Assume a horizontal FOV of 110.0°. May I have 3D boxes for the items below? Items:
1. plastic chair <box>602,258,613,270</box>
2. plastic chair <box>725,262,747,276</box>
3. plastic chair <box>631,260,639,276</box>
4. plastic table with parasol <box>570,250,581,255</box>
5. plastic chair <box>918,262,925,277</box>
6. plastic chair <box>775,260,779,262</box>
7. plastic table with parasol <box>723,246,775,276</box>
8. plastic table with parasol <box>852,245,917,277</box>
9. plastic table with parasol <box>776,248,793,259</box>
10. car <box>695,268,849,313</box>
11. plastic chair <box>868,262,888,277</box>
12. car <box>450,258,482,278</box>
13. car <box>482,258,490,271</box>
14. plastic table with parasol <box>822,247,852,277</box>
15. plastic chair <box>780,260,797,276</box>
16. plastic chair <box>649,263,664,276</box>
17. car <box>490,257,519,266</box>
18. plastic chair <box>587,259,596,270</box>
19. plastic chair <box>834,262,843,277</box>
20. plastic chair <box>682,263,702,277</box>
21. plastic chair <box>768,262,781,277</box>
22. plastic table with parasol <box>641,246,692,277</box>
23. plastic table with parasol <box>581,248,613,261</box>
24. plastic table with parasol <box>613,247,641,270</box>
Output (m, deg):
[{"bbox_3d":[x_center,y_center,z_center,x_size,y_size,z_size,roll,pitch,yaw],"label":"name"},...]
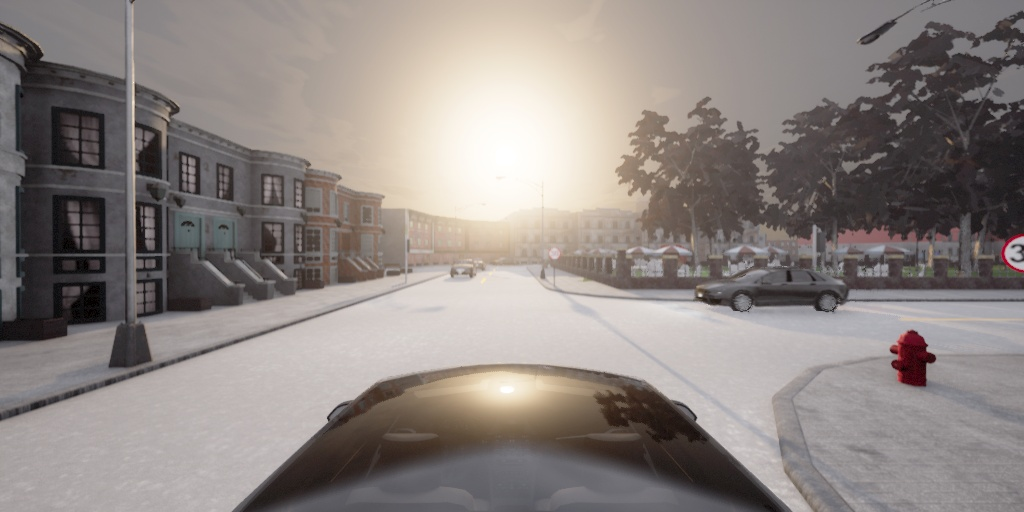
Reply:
[{"bbox_3d":[10.950,1.002,40.134,0.750,1.272,0.730,0,0,-32],"label":"plastic chair"},{"bbox_3d":[14.258,1.175,22.826,0.730,1.272,0.750,0,0,-40],"label":"plastic chair"},{"bbox_3d":[8.586,1.131,26.312,0.730,1.272,0.750,0,0,-40],"label":"plastic chair"},{"bbox_3d":[9.204,0.410,48.842,2.482,2.480,2.482,0,0,0],"label":"plastic table with parasol"},{"bbox_3d":[24.631,1.176,21.893,0.750,1.272,0.730,0,0,-35],"label":"plastic chair"},{"bbox_3d":[19.140,1.133,26.608,0.750,1.272,0.730,0,0,-35],"label":"plastic chair"},{"bbox_3d":[15.288,0.554,23.570,2.482,2.480,2.482,0,0,-40],"label":"plastic table with parasol"},{"bbox_3d":[23.730,0.538,22.865,2.482,2.480,2.482,0,0,-40],"label":"plastic table with parasol"},{"bbox_3d":[22.044,0.420,30.829,2.482,2.480,2.482,0,0,-39],"label":"plastic table with parasol"},{"bbox_3d":[9.252,1.177,12.982,4.892,1.490,1.837,0,0,0],"label":"car"},{"bbox_3d":[22.705,1.148,22.110,0.730,1.272,0.750,0,0,-39],"label":"plastic chair"},{"bbox_3d":[-4.134,1.039,31.086,2.128,1.511,4.902,0,0,0],"label":"car"},{"bbox_3d":[-4.136,0.961,42.267,2.128,1.511,4.902,0,1,0],"label":"car"},{"bbox_3d":[26.465,0.511,28.187,2.482,2.480,2.482,0,0,-40],"label":"plastic table with parasol"},{"bbox_3d":[22.888,1.094,29.837,0.750,1.272,0.730,0,0,-34],"label":"plastic chair"},{"bbox_3d":[9.028,1.200,21.823,0.730,1.272,0.750,0,0,-40],"label":"plastic chair"},{"bbox_3d":[-1.201,0.907,58.583,2.033,1.411,5.357,0,1,44],"label":"car"},{"bbox_3d":[9.018,1.002,40.421,0.730,1.272,0.750,0,0,-40],"label":"plastic chair"},{"bbox_3d":[25.435,1.115,27.442,0.730,1.272,0.750,0,0,-40],"label":"plastic chair"},{"bbox_3d":[10.961,1.202,21.595,0.750,1.272,0.730,0,0,-35],"label":"plastic chair"},{"bbox_3d":[16.190,1.164,22.598,0.750,1.272,0.730,0,0,-35],"label":"plastic chair"},{"bbox_3d":[10.059,0.591,22.567,2.482,2.480,2.482,0,0,-40],"label":"plastic table with parasol"},{"bbox_3d":[10.003,0.359,41.146,2.482,2.480,2.482,0,0,-38],"label":"plastic table with parasol"},{"bbox_3d":[9.616,0.525,27.057,2.482,2.480,2.482,0,0,-40],"label":"plastic table with parasol"}]
